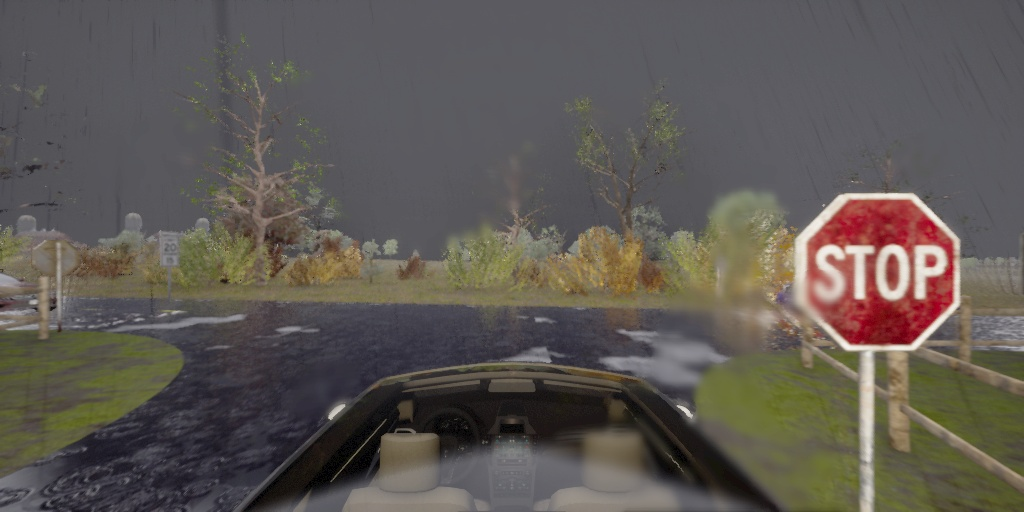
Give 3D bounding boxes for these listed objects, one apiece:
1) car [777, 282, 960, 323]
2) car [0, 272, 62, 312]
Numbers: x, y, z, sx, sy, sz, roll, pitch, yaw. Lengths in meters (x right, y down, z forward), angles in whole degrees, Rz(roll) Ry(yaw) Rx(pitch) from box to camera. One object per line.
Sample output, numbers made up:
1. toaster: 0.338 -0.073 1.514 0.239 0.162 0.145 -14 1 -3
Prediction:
1. car: 13.424 1.380 13.701 5.566 2.045 2.150 1 0 1
2. car: -17.061 1.115 11.150 4.674 1.442 1.812 1 0 1
